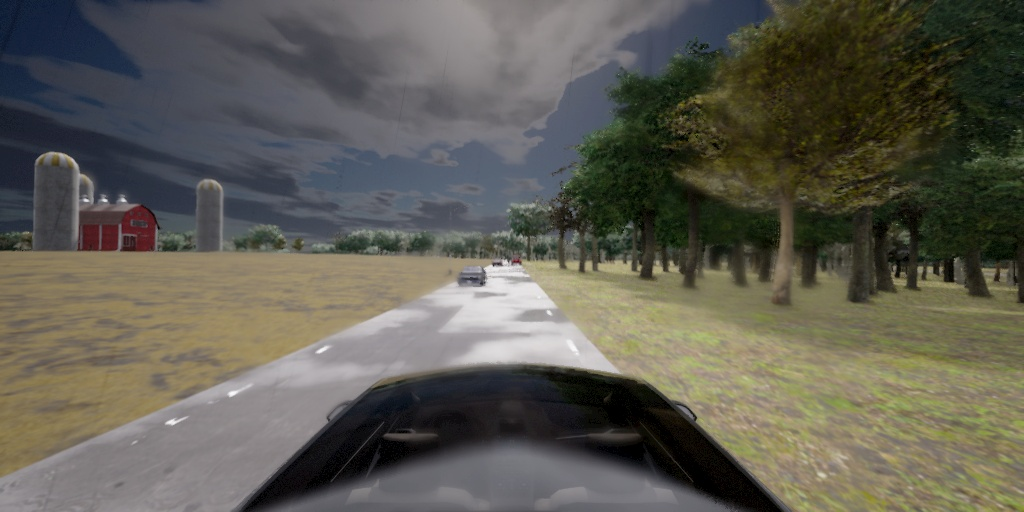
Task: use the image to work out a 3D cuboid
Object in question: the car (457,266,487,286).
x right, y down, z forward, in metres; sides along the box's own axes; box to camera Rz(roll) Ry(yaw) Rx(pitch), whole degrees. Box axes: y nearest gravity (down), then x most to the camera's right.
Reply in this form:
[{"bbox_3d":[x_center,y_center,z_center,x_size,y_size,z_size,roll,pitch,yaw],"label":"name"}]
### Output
[{"bbox_3d":[-2.853,1.418,26.769,2.033,1.411,5.357,0,0,0],"label":"car"}]
